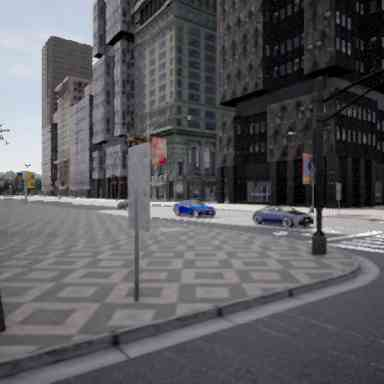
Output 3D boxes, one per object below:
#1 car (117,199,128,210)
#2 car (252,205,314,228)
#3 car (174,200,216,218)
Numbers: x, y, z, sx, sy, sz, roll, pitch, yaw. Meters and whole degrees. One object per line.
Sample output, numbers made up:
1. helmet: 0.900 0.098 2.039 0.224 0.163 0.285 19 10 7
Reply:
1. car: -7.900 1.591 42.336 1.994 1.385 4.181 0 0 -35
2. car: 6.089 1.596 22.532 1.994 1.385 4.181 0 0 -35
3. car: 0.190 1.505 30.868 1.882 1.535 5.008 0 0 -35
